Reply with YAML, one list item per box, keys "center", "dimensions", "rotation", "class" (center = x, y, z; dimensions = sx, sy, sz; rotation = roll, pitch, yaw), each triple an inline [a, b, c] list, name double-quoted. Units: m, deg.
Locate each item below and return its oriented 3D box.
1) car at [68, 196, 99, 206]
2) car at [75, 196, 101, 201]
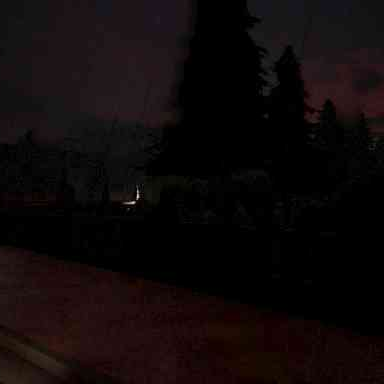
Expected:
- center: [-18.092, 1.455, 55.719]
  dimensions: [1.812, 1.442, 4.674]
  rotation: [0, 1, 36]
  class: "car"
- center: [-16.186, 1.452, 52.366]
  dimensions: [2.128, 1.511, 4.902]
  rotation: [0, 1, 36]
  class: "car"
